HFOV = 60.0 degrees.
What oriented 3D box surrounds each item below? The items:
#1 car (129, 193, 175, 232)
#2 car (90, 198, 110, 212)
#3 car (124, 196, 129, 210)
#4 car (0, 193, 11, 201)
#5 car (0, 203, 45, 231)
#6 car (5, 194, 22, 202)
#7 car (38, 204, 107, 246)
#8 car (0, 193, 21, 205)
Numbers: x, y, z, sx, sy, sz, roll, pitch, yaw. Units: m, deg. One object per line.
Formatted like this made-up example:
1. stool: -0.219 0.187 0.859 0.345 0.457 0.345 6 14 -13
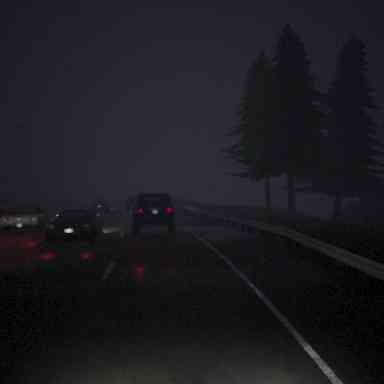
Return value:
1. car: -2.299 1.044 18.924 2.150 2.045 5.566 0 1 -11
2. car: -9.200 1.288 33.268 1.994 1.385 4.181 -1 1 -13
3. car: -6.447 1.174 36.783 1.837 1.490 4.892 -1 1 -14
4. car: -39.870 1.050 70.185 1.837 1.490 4.892 -1 1 -14
5. car: -9.607 1.464 19.784 1.895 1.301 4.718 -1 1 -12
6. car: -35.149 1.167 65.581 1.895 1.301 4.718 -1 1 -14
7. car: -5.105 1.447 14.823 1.994 1.385 4.181 0 1 -10
8. car: -14.255 1.201 24.255 2.097 1.767 4.553 -1 1 -13
